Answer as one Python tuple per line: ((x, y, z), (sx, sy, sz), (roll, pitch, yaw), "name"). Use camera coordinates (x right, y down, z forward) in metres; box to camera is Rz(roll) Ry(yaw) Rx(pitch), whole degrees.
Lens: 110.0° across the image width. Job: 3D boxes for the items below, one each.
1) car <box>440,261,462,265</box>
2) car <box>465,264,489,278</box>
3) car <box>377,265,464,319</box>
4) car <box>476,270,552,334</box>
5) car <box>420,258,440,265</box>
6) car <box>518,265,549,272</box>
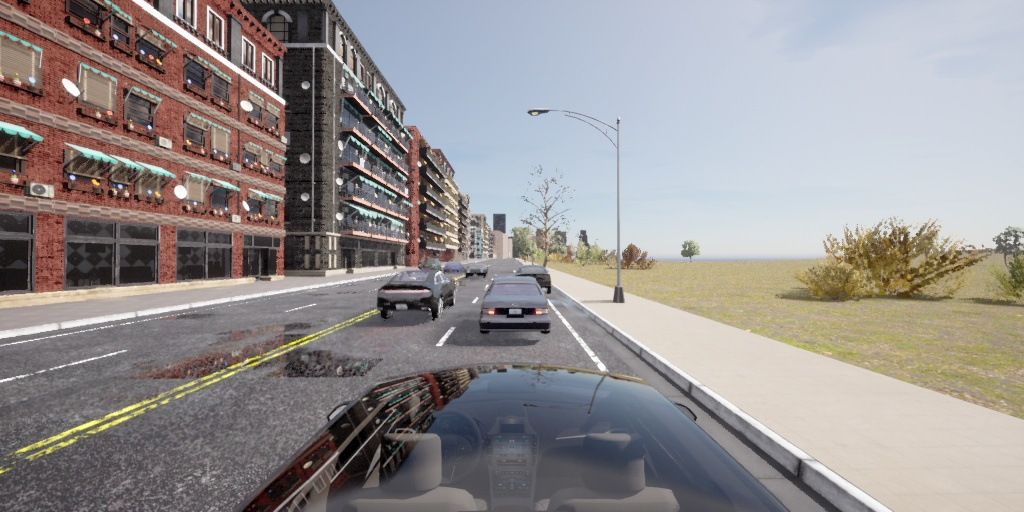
((-6.660, 1.277, 41.188), (1.812, 1.442, 4.674), (0, 0, 0), "car")
((-3.198, 1.353, 33.514), (1.895, 1.301, 4.718), (0, 0, 0), "car")
((-3.167, 1.241, 12.702), (2.128, 1.511, 4.902), (0, 0, 0), "car")
((0.089, 1.299, 10.617), (2.033, 1.411, 5.357), (0, 0, 0), "car")
((-9.912, 1.103, 43.767), (2.097, 1.767, 4.553), (0, 0, 0), "car")
((1.109, 1.230, 20.381), (1.882, 1.535, 5.008), (0, 0, 0), "car")
